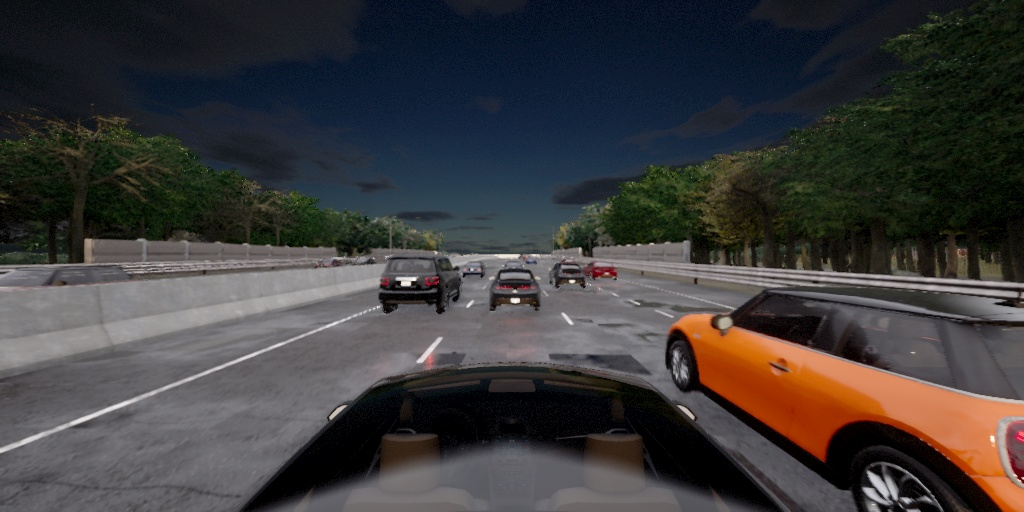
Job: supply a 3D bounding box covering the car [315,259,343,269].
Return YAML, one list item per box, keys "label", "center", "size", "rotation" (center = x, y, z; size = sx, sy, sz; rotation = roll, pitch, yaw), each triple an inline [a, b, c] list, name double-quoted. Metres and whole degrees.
- label: "car"
  center: [-24.510, 1.066, 48.165]
  size: [1.994, 1.385, 4.181]
  rotation: [0, 0, 0]

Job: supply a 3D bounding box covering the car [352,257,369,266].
- label: "car"
  center: [-20.999, 0.949, 51.066]
  size: [1.882, 1.535, 5.008]
  rotation: [0, 0, 0]

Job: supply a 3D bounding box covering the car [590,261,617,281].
- label: "car"
  center: [7.115, 1.144, 29.277]
  size: [1.882, 1.535, 5.008]
  rotation: [0, 1, 0]

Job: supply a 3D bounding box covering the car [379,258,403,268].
- label: "car"
  center: [-17.507, 1.025, 52.044]
  size: [1.994, 1.385, 4.181]
  rotation: [0, 1, 0]

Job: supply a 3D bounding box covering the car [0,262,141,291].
- label: "car"
  center: [-14.088, 1.104, 10.845]
  size: [2.097, 1.767, 4.553]
  rotation: [0, 0, 0]

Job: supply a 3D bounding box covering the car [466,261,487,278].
- label: "car"
  center: [-3.360, 1.186, 32.738]
  size: [2.033, 1.411, 5.357]
  rotation: [0, 0, 0]

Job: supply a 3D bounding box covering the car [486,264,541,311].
- label: "car"
  center: [0.117, 1.251, 14.551]
  size: [1.837, 1.490, 4.892]
  rotation: [0, 0, 0]

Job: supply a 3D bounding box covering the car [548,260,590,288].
- label: "car"
  center: [3.529, 1.214, 23.422]
  size: [1.837, 1.490, 4.892]
  rotation: [0, 0, 0]

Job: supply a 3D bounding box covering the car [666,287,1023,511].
- label: "car"
  center: [3.503, 1.107, 3.892]
  size: [2.097, 1.767, 4.553]
  rotation: [0, 0, 0]

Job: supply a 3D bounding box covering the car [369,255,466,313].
- label: "car"
  center: [-3.385, 0.968, 14.145]
  size: [2.150, 2.045, 5.566]
  rotation: [0, 0, 0]

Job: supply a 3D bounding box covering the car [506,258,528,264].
- label: "car"
  center: [0.141, 1.183, 33.148]
  size: [2.033, 1.411, 5.357]
  rotation: [0, 0, 0]

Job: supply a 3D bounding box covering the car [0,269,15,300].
- label: "car"
  center: [-24.405, 1.308, 14.821]
  size: [1.994, 1.385, 4.181]
  rotation: [0, 0, -2]

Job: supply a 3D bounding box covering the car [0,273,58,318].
- label: "car"
  center: [-17.588, 1.316, 11.000]
  size: [1.994, 1.385, 4.181]
  rotation: [0, 0, 0]
